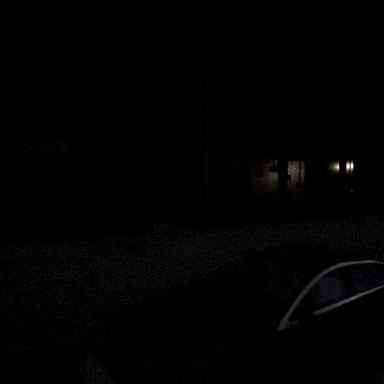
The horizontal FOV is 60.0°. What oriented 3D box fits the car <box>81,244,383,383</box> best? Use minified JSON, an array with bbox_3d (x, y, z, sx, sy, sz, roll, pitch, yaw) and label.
[{"bbox_3d":[1.169,1.492,4.182,4.902,1.511,2.128,0,0,-35],"label":"car"}]
